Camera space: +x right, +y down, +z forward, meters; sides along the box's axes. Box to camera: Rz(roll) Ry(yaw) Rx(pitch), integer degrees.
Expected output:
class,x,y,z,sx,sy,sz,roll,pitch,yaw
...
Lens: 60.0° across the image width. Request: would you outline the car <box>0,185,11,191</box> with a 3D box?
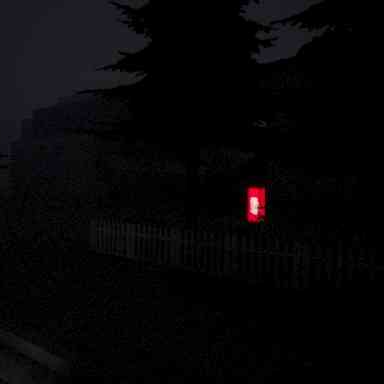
class,x,y,z,sx,sy,sz,roll,pitch,yaw
car,-41.592,-0.900,74.827,4.514,1.523,2.007,2,1,34
